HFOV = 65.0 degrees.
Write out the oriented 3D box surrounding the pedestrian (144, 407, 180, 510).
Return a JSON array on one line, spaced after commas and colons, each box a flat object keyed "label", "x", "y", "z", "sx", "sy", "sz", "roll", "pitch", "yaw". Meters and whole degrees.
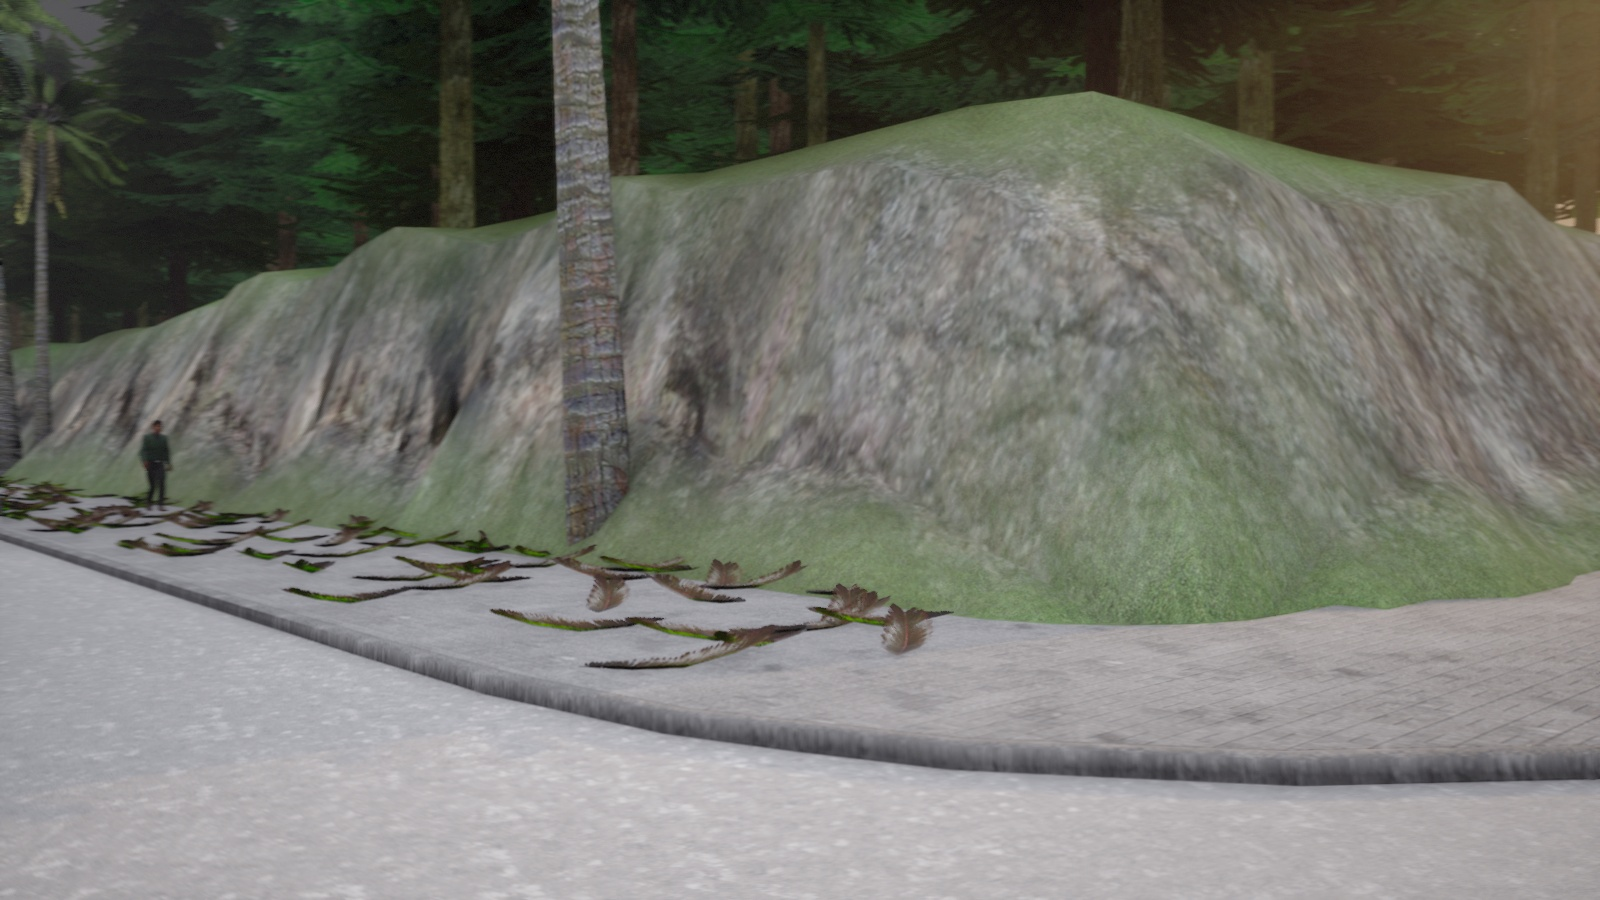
[{"label": "pedestrian", "x": -12.320, "y": 0.157, "z": 24.240, "sx": 0.423, "sy": 1.949, "sz": 0.788, "roll": 0, "pitch": 1, "yaw": -42}]
